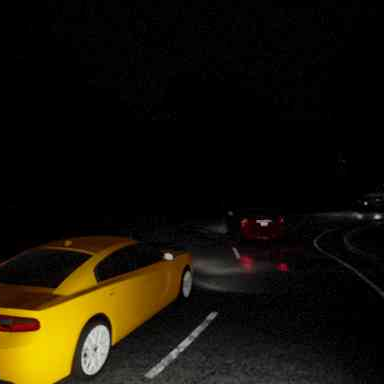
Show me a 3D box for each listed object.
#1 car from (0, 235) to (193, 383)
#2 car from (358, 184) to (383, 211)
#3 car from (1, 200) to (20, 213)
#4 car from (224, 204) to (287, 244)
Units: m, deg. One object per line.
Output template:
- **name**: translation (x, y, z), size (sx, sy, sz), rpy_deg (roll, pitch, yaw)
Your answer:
- **car**: translation (-1.524, 1.482, 5.678), size (1.882, 1.535, 5.008), rpy_deg (0, 0, 21)
- **car**: translation (16.446, 0.290, 27.443), size (5.566, 2.045, 2.150), rpy_deg (-6, 2, -19)
- **car**: translation (-20.544, 1.516, 34.367), size (4.718, 1.301, 1.895), rpy_deg (0, 0, -5)
- **car**: translation (2.896, 1.332, 16.076), size (2.097, 1.767, 4.553), rpy_deg (-2, 1, -4)
